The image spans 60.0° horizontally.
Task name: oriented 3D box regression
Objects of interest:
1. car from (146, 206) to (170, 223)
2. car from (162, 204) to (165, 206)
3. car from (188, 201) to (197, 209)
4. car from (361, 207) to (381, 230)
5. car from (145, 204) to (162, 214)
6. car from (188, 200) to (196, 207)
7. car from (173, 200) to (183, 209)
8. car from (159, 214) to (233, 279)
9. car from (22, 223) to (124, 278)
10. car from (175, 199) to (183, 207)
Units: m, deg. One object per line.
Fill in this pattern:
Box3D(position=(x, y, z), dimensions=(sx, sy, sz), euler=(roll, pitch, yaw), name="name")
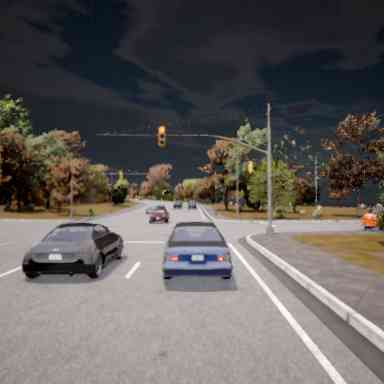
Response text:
Box3D(position=(-3.395, 2.534, 35.393), dimensions=(1.812, 1.442, 4.674), euler=(0, -3, 0), name="car")
Box3D(position=(-6.987, 3.394, 73.572), dimensions=(1.895, 1.301, 4.718), euler=(0, 0, 0), name="car")
Box3D(position=(0.014, 3.113, 79.114), dimensions=(2.097, 1.767, 4.553), euler=(0, 0, 0), name="car")
Box3D(position=(14.624, 1.846, 23.638), dimensions=(4.553, 1.767, 2.097), euler=(0, -3, -4), name="car")
Box3D(position=(-7.038, 3.254, 58.626), dimensions=(2.128, 1.511, 4.902), euler=(0, -1, 1), name="car")
Box3D(position=(-0.079, 3.021, 89.293), dimensions=(1.882, 1.535, 5.008), euler=(0, 0, -3), name="car")
Box3D(position=(-3.486, 3.258, 79.145), dimensions=(1.837, 1.490, 4.892), euler=(0, 0, 0), name="car")
Box3D(position=(0.094, 1.620, 10.229), dimensions=(2.033, 1.411, 5.357), euler=(0, -1, -1), name="car")
Box3D(position=(-3.419, 1.640, 10.347), dimensions=(1.994, 1.385, 4.181), euler=(0, -1, 0), name="car")
Box3D(position=(-3.576, 2.894, 89.178), dimensions=(2.097, 1.767, 4.553), euler=(0, 0, -3), name="car")
